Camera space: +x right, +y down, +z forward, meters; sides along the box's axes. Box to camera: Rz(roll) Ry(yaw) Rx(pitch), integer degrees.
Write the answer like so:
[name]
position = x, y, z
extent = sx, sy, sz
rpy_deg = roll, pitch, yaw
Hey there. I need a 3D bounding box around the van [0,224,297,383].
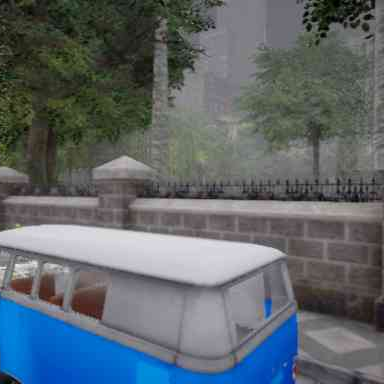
[van]
position = -0.911, 1.331, 3.612
extent = 3.998, 1.788, 1.690
rpy_deg = 0, 0, 35
